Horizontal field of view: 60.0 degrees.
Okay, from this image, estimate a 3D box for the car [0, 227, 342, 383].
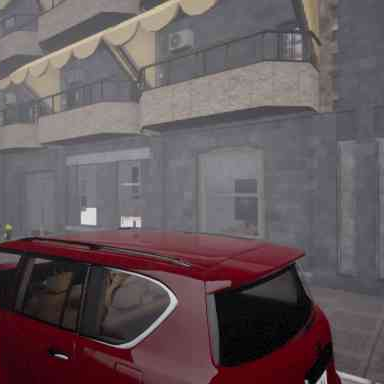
[{"bbox_3d":[-1.113,1.315,3.530,5.009,1.841,2.192,0,0,36],"label":"car"}]
